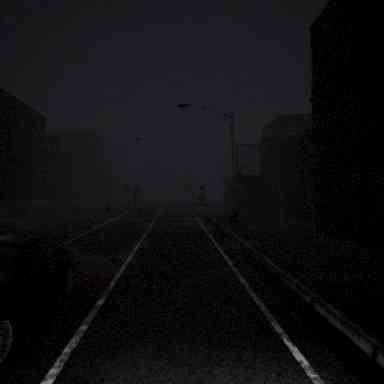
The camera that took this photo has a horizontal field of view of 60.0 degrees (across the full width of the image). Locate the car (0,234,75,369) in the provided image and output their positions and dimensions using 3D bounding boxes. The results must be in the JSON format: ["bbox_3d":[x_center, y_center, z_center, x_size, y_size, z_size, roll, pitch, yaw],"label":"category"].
[{"bbox_3d":[-3.417,1.543,5.765,1.812,1.442,4.674,-1,0,-3],"label":"car"}]
